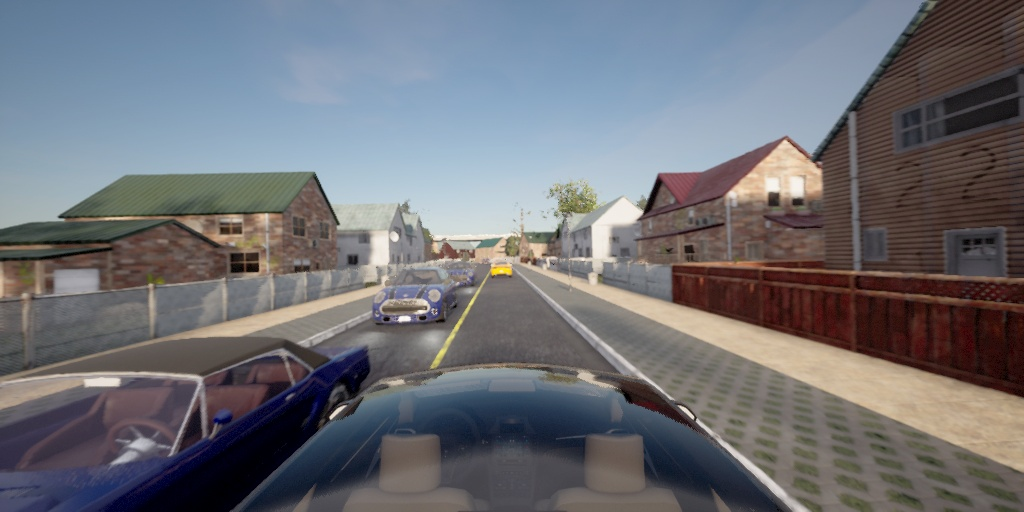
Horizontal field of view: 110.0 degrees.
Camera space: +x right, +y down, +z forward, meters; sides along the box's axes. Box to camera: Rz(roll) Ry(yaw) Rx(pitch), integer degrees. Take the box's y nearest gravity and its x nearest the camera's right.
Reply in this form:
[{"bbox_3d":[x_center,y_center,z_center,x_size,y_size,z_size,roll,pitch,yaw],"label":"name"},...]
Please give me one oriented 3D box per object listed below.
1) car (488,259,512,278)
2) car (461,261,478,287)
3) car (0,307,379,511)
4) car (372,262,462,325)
[{"bbox_3d":[-1.003,1.224,34.398,1.882,1.535,5.008,-2,0,-1],"label":"car"},{"bbox_3d":[-3.572,1.179,25.233,2.097,1.767,4.553,-2,0,-2],"label":"car"},{"bbox_3d":[-2.830,1.429,2.625,1.895,1.301,4.718,-2,0,0],"label":"car"},{"bbox_3d":[-3.131,1.181,12.360,2.097,1.767,4.553,-2,0,-2],"label":"car"}]
